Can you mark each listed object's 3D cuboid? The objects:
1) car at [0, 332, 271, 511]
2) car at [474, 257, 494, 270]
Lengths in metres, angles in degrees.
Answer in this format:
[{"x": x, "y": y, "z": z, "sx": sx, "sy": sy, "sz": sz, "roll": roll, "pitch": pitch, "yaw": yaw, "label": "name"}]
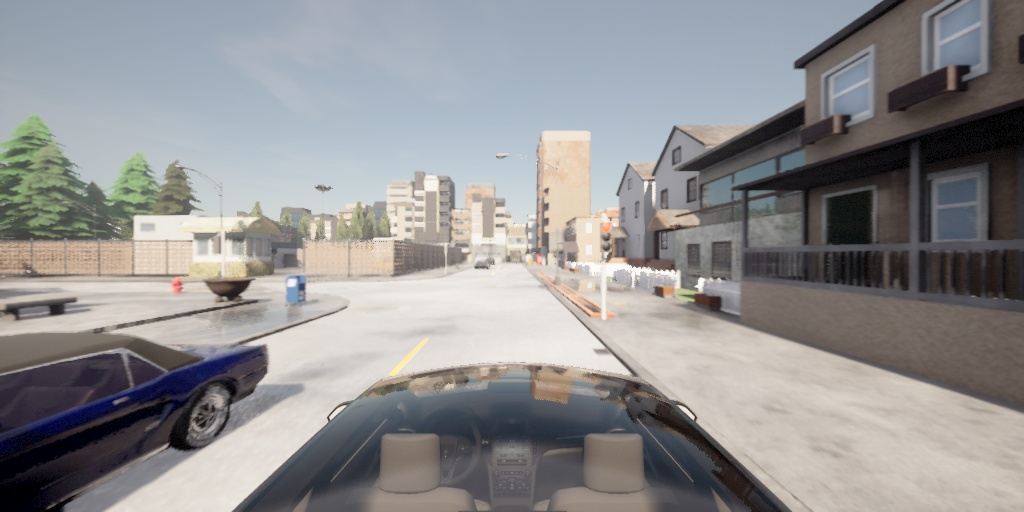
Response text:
[{"x": -4.080, "y": 1.348, "z": 2.407, "sx": 1.895, "sy": 1.301, "sz": 4.718, "roll": 0, "pitch": 0, "yaw": 0, "label": "car"}, {"x": -4.040, "y": 1.124, "z": 48.969, "sx": 2.033, "sy": 1.411, "sz": 5.357, "roll": 0, "pitch": 0, "yaw": 1, "label": "car"}]
